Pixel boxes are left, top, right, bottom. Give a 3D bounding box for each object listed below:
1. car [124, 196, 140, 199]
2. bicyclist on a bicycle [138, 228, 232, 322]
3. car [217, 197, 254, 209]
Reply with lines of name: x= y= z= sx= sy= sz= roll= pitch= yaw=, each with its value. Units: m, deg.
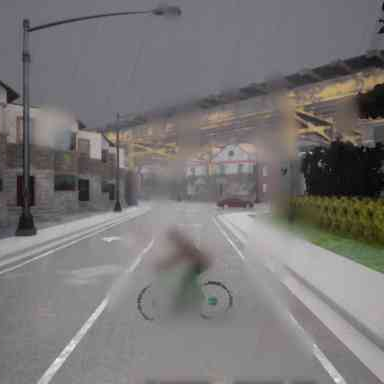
car: x=-16.836 y=1.436 z=91.577 sx=4.974 sy=1.542 sz=2.038 roll=0 pitch=0 yaw=-15
bicyclist on a bicycle: x=-0.136 y=1.447 z=5.767 sx=1.656 sy=1.620 sz=0.582 roll=-2 pitch=0 yaw=0
car: x=5.834 y=1.469 z=44.835 sx=5.008 sy=1.535 sz=1.882 roll=0 pitch=0 yaw=-4
